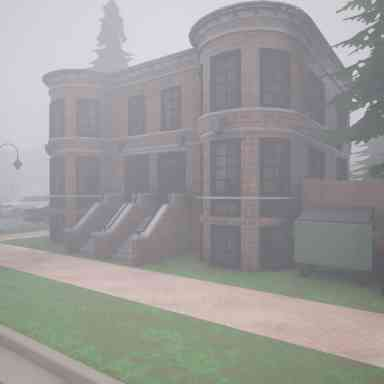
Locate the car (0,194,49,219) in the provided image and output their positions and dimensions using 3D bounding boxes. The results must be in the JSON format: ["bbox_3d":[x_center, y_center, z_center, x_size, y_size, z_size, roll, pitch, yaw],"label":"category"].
[{"bbox_3d":[-14.447,1.221,29.788,2.150,2.045,5.566,0,0,34],"label":"car"}]

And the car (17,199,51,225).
[{"bbox_3d":[-9.543,1.477,24.178,1.882,1.535,5.008,0,0,35],"label":"car"}]
